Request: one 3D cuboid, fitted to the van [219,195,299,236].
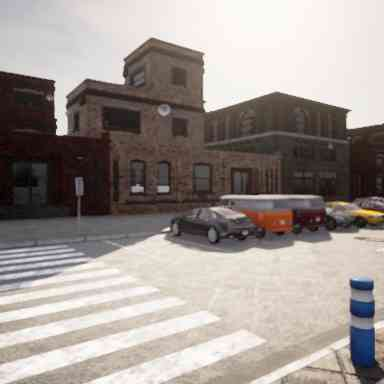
[{"bbox_3d":[2.977,1.175,17.301,1.878,1.987,4.442,0,0,-35],"label":"van"}]

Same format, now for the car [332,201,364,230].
[{"bbox_3d":[7.572,1.418,20.433,2.002,1.452,4.674,0,0,-35],"label":"car"}]

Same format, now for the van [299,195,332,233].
[{"bbox_3d":[5.241,1.164,18.913,1.878,1.987,4.442,0,0,-35],"label":"van"}]

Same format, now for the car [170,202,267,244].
[{"bbox_3d":[0.785,1.413,15.588,2.231,1.521,4.892,0,0,-35],"label":"car"}]

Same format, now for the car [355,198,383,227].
[{"bbox_3d":[9.945,1.363,21.893,1.946,1.575,5.366,0,0,-35],"label":"car"}]
